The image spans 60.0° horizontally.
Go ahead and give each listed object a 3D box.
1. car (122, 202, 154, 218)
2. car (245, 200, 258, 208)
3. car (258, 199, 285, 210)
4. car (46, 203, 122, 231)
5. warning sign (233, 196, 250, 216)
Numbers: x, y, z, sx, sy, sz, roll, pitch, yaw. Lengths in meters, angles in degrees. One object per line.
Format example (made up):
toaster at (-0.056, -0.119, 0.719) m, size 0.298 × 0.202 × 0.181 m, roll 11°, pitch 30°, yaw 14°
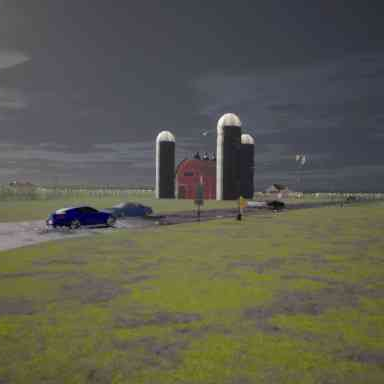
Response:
car at (-5.764, 1.634, 29.720) m, size 2.033 × 1.411 × 5.357 m, roll 1°, pitch 0°, yaw 36°
car at (9.928, 1.831, 51.598) m, size 1.895 × 1.301 × 4.718 m, roll 1°, pitch 0°, yaw 36°
car at (12.004, 1.746, 48.348) m, size 2.128 × 1.511 × 4.902 m, roll 1°, pitch 0°, yaw 36°
car at (-7.045, 1.610, 21.523) m, size 1.812 × 1.442 × 4.674 m, roll 0°, pitch 0°, yaw 33°
warning sign at (4.768, 1.308, 32.154) m, size 1.300 × 1.860 × 1.060 m, roll 1°, pitch 1°, yaw 36°
